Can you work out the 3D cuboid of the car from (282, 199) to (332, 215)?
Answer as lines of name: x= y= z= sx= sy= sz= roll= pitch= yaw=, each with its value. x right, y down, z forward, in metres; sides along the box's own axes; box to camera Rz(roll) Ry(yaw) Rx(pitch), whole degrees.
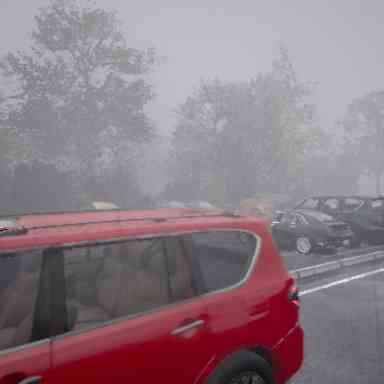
car: x=12.064 y=1.498 z=35.093 sx=2.002 sy=1.452 sz=4.674 roll=0 pitch=0 yaw=-36

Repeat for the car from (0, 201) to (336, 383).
car: x=-1.454 y=1.219 z=2.648 sx=5.566 sy=2.045 sz=2.150 roll=0 pitch=0 yaw=-35

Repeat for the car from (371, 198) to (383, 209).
car: x=27.824 y=1.594 z=46.357 sx=2.002 sy=1.452 sz=4.674 roll=0 pitch=0 yaw=-36

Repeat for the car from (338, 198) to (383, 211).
car: x=21.110 y=1.537 z=41.596 sx=2.163 sy=1.488 sz=4.792 roll=0 pitch=0 yaw=-36

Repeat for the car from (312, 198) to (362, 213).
car: x=16.599 y=1.483 z=38.330 sx=2.097 sy=1.535 sz=5.008 roll=0 pitch=0 yaw=-36

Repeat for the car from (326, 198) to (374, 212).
car: x=18.879 y=1.524 z=39.930 sx=2.163 sy=1.488 sz=4.792 roll=0 pitch=0 yaw=-36

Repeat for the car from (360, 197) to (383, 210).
car: x=25.662 y=1.538 z=44.808 sx=2.097 sy=1.535 sz=5.008 roll=0 pitch=0 yaw=-36

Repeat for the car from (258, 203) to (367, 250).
car: x=3.762 y=1.419 z=13.108 sx=2.231 sy=1.521 sz=4.892 roll=0 pitch=0 yaw=-35

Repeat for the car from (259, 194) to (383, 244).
car: x=6.023 y=1.164 z=14.761 sx=2.435 sy=2.045 sz=5.566 roll=0 pitch=0 yaw=-35

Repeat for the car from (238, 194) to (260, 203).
car: x=5.282 y=1.299 z=30.219 sx=2.185 sy=1.767 sz=4.553 roll=0 pitch=0 yaw=-35

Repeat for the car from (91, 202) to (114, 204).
car: x=-6.075 y=1.421 z=22.163 sx=2.097 sy=1.535 sz=5.008 roll=0 pitch=0 yaw=-35

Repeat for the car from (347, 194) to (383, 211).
car: x=23.409 y=1.270 z=43.169 sx=2.435 sy=2.045 sz=5.566 roll=0 pitch=0 yaw=-36

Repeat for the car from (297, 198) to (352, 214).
car: x=14.437 y=1.467 z=36.563 sx=1.946 sy=1.575 sz=5.366 roll=0 pitch=0 yaw=-36

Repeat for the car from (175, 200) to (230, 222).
car: x=0.727 y=1.453 z=27.014 sx=2.002 sy=1.452 sz=4.674 roll=0 pitch=0 yaw=-35

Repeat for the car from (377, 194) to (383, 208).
car: x=30.207 y=1.323 z=48.027 sx=2.435 sy=2.045 sz=5.566 roll=1 pitch=0 yaw=-36

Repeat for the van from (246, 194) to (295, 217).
van: x=7.461 y=1.208 z=31.953 sx=1.878 sy=1.987 sz=4.442 roll=0 pitch=0 yaw=-35

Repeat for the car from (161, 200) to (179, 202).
car: x=-1.544 y=1.412 z=25.400 sx=2.097 sy=1.535 sz=5.008 roll=0 pitch=0 yaw=-35
